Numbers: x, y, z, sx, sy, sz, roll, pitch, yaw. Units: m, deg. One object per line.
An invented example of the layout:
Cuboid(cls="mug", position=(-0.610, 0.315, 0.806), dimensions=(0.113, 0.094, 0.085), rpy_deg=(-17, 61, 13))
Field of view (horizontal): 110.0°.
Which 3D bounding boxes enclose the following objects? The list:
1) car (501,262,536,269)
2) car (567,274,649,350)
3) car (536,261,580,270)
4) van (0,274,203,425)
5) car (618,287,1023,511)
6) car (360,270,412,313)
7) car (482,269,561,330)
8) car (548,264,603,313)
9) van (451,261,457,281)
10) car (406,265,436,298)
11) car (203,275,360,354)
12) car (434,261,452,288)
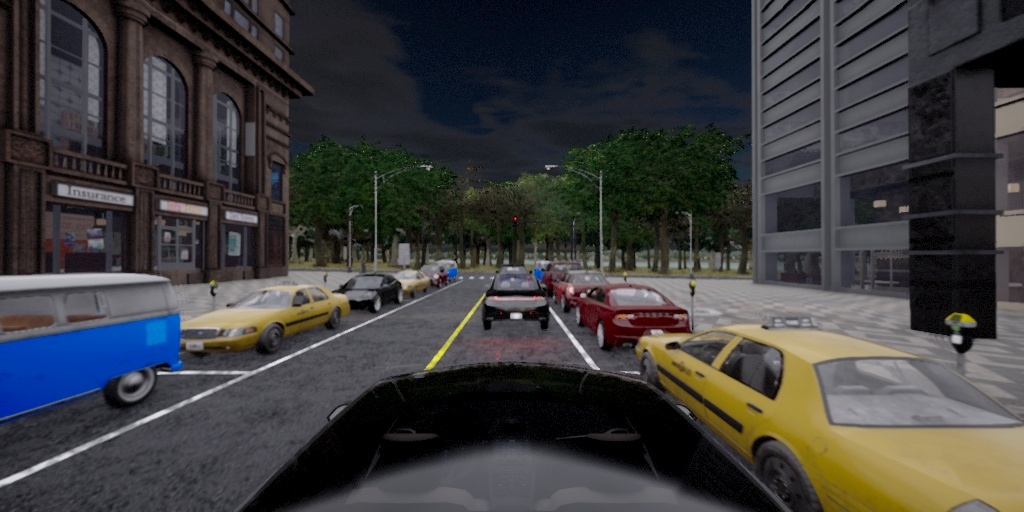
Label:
Cuboid(cls="car", position=(0.112, 1.249, 20.368), dimensions=(2.097, 1.767, 4.553), rpy_deg=(0, 0, 1))
Cuboid(cls="car", position=(2.766, 1.352, 9.085), dimensions=(1.888, 1.381, 4.507), rpy_deg=(0, 0, 0))
Cuboid(cls="car", position=(2.773, 1.208, 19.960), dimensions=(2.192, 1.841, 5.009), rpy_deg=(0, 0, 0))
Cuboid(cls="van", position=(-5.762, 1.106, 3.653), dimensions=(1.690, 1.789, 3.998), rpy_deg=(0, 0, 0))
Cuboid(cls="car", position=(2.763, 1.290, 3.817), dimensions=(1.751, 1.417, 4.829), rpy_deg=(0, 0, 0))
Cuboid(cls="car", position=(-5.755, 1.416, 14.528), dimensions=(1.948, 1.339, 4.313), rpy_deg=(0, 0, 0))
Cuboid(cls="car", position=(0.106, 1.316, 11.404), dimensions=(2.128, 1.511, 4.902), rpy_deg=(0, -1, 0))
Cuboid(cls="car", position=(2.770, 1.290, 14.522), dimensions=(1.967, 1.591, 4.097), rpy_deg=(0, 0, 0))
Cuboid(cls="van", position=(-5.745, 1.321, 30.840), dimensions=(1.690, 1.789, 3.998), rpy_deg=(0, 0, 0))
Cuboid(cls="car", position=(-5.752, 1.419, 19.795), dimensions=(1.751, 1.417, 4.829), rpy_deg=(0, 0, 0))
Cuboid(cls="car", position=(-5.759, 1.333, 8.921), dimensions=(1.751, 1.417, 4.829), rpy_deg=(0, 0, 0))
Cuboid(cls="car", position=(-5.749, 1.377, 25.402), dimensions=(1.967, 1.591, 4.097), rpy_deg=(0, 0, 0))
